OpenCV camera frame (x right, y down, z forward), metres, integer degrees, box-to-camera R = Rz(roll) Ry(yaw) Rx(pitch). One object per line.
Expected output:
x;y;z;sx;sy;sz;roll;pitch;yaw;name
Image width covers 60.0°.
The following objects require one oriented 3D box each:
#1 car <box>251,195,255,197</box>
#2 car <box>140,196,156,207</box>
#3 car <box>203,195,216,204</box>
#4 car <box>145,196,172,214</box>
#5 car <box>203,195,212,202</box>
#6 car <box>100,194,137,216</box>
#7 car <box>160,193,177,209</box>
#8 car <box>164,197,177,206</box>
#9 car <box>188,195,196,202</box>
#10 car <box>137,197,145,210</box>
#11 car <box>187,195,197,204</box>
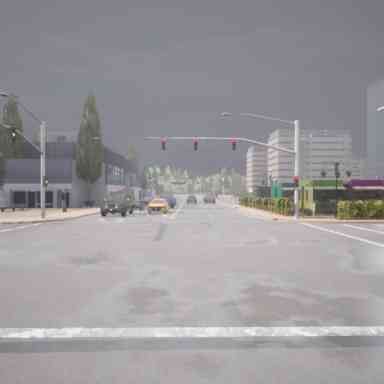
17.749;1.153;86.905;4.605;1.855;1.932;0;0;-2;car
-7.096;1.477;54.149;1.882;1.535;5.008;0;0;0;car
3.486;1.491;63.734;2.128;1.511;4.902;0;0;0;car
-3.599;1.477;36.168;1.882;1.535;5.008;0;0;0;car
3.483;1.397;74.009;1.812;1.442;4.674;0;0;0;car
-7.126;1.221;32.239;2.150;2.045;5.566;0;0;1;car
-3.598;1.221;46.087;2.150;2.045;5.566;0;0;0;car
-3.599;1.564;56.061;1.994;1.385;4.181;0;0;0;car
-0.017;1.372;74.007;1.837;1.490;4.892;0;0;0;car
-7.101;1.564;41.643;1.994;1.385;4.181;0;0;0;car
-0.014;1.491;63.733;2.128;1.511;4.902;0;0;0;car
